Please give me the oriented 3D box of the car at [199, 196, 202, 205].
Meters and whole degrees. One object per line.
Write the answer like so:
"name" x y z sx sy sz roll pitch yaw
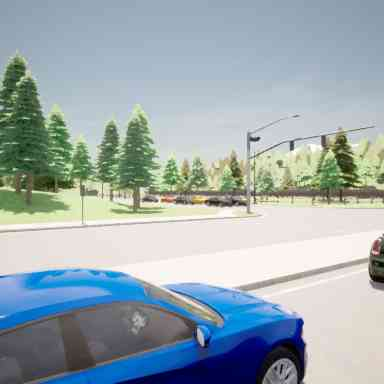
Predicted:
"car" 1.162 1.478 60.137 1.882 1.535 5.008 0 0 -35

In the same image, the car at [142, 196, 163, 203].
"car" -8.527 1.506 68.012 1.837 1.490 4.892 0 0 -35

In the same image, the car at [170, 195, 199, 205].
"car" -1.361 1.505 57.624 1.837 1.490 4.892 0 0 -35

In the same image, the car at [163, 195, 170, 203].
"car" -4.578 1.353 68.470 2.097 1.767 4.553 0 0 -35

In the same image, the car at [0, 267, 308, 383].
"car" -0.996 1.478 3.037 5.008 1.535 1.882 0 0 -35

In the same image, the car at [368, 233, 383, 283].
"car" 6.500 1.352 8.408 4.553 1.767 2.097 0 0 -35

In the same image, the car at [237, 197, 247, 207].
"car" 6.634 1.478 52.280 1.882 1.535 5.008 0 0 -35

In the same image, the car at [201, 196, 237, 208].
"car" 4.014 1.478 49.916 1.882 1.535 5.008 0 0 -35
